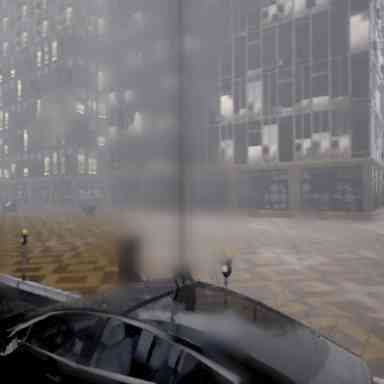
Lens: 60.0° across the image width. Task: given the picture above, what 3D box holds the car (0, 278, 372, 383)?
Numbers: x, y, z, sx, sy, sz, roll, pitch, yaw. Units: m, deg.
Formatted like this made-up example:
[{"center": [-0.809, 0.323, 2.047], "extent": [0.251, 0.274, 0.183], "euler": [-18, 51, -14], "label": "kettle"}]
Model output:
[{"center": [-0.595, 1.589, 3.297], "extent": [4.313, 1.339, 1.947], "euler": [-1, 0, 36], "label": "car"}]
